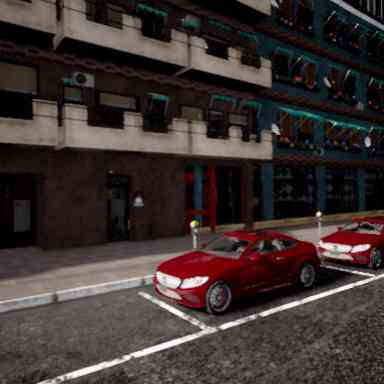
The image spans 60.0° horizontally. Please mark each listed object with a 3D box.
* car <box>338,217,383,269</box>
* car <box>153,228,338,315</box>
[{"bbox_3d":[5.782,1.492,10.693,4.206,1.307,1.802,-1,0,-36],"label":"car"},{"bbox_3d":[1.174,1.538,7.404,4.206,1.307,1.802,-1,0,-36],"label":"car"}]
